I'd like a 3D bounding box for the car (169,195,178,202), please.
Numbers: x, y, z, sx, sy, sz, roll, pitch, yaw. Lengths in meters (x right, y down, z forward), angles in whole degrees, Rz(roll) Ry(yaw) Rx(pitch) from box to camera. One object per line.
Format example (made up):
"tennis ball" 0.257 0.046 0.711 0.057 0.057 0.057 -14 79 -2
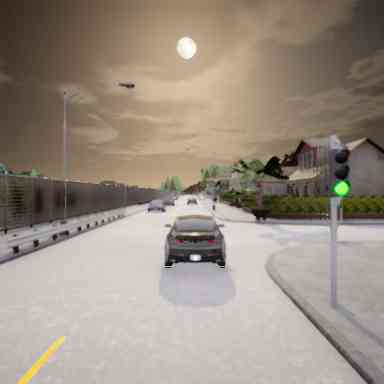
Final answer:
"car" -3.974 1.357 72.096 1.837 1.490 4.892 0 0 0

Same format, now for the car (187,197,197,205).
"car" 0.021 1.669 62.557 1.812 1.442 4.674 0 0 0

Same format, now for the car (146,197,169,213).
"car" -4.084 1.617 39.116 1.812 1.442 4.674 0 1 0

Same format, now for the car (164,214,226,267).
"car" 0.098 1.532 11.472 1.837 1.490 4.892 0 0 0

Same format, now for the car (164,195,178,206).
"car" -4.037 1.480 56.086 2.097 1.767 4.553 0 0 0
